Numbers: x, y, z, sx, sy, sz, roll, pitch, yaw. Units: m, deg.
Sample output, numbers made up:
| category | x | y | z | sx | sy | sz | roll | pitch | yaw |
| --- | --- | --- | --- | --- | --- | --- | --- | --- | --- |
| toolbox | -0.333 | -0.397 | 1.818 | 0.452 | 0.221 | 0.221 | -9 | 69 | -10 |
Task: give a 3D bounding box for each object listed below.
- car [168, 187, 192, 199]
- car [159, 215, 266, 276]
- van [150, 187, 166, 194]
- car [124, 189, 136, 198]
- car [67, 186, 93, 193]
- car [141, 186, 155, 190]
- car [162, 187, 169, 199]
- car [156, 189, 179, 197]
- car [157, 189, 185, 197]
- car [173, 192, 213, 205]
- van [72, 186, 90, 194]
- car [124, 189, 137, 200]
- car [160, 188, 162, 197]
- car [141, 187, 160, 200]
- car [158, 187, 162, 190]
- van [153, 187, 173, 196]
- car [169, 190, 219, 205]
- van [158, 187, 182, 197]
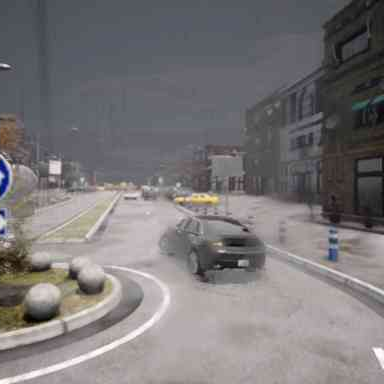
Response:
| category | x | y | z | sx | sy | sz | roll | pitch | yaw |
| --- | --- | --- | --- | --- | --- | --- | --- | --- | --- |
| car | -0.445 | 0.563 | 44.277 | 4.553 | 1.767 | 2.185 | 1 | 1 | -11 |
| car | 0.438 | 1.502 | 10.493 | 1.837 | 1.490 | 4.892 | 4 | -1 | -20 |
| van | -9.583 | -0.449 | 93.038 | 4.442 | 1.987 | 1.878 | 1 | 1 | -11 |
| car | -11.237 | 0.205 | 60.269 | 2.128 | 1.511 | 4.902 | 1 | 1 | -11 |
| car | -29.403 | -0.609 | 86.335 | 5.566 | 2.045 | 2.435 | 0 | 1 | -10 |
| car | -8.290 | 0.231 | 60.831 | 2.128 | 1.511 | 4.902 | 1 | 1 | -11 |
| car | -0.899 | 0.361 | 46.991 | 5.566 | 2.045 | 2.435 | 1 | 1 | -11 |
| car | -5.053 | 0.169 | 68.646 | 4.674 | 1.452 | 2.002 | 1 | 1 | -11 |
| car | -4.018 | 0.228 | 63.233 | 5.008 | 1.535 | 2.097 | 0 | 1 | -11 |
| car | 0.102 | 0.809 | 41.582 | 4.674 | 1.452 | 2.002 | 1 | 2 | -11 |
| van | -29.766 | -0.624 | 89.092 | 4.442 | 1.987 | 1.878 | 0 | 1 | -10 |
| car | -9.322 | 0.538 | 50.492 | 1.895 | 1.301 | 4.718 | 1 | 1 | -10 |
| car | -1.966 | 0.469 | 52.404 | 5.008 | 1.535 | 2.097 | 1 | 1 | -11 |
| car | -6.345 | 0.472 | 50.894 | 1.837 | 1.490 | 4.892 | 1 | 1 | -10 |
| car | -2.986 | 0.343 | 57.820 | 4.892 | 1.521 | 2.231 | 1 | 1 | -11 |
| van | -6.715 | -0.220 | 76.744 | 4.442 | 1.987 | 1.878 | 1 | 1 | -11 |
| car | 0.432 | 0.848 | 38.838 | 5.366 | 1.575 | 1.946 | 1 | 2 | -11 |
| van | -4.401 | -0.046 | 65.837 | 4.442 | 1.987 | 1.878 | 1 | 1 | -11 |
